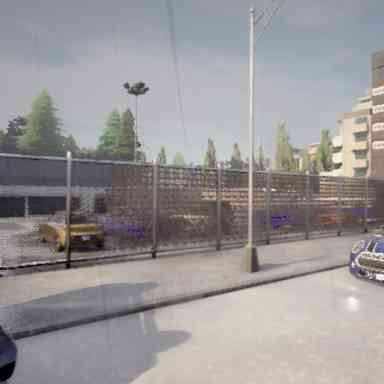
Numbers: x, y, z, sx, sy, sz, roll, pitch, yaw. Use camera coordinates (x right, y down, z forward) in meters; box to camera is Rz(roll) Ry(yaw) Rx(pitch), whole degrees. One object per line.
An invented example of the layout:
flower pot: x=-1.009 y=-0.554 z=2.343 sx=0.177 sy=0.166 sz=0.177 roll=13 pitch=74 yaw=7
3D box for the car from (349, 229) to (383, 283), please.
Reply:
car: x=6.350 y=1.470 z=9.160 sx=4.553 sy=1.767 sz=2.097 roll=1 pitch=-1 yaw=-35
